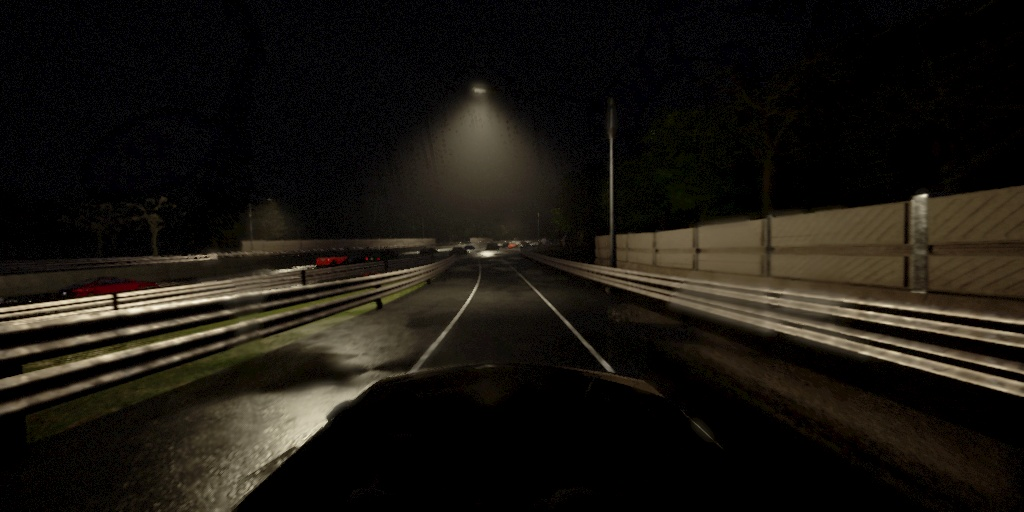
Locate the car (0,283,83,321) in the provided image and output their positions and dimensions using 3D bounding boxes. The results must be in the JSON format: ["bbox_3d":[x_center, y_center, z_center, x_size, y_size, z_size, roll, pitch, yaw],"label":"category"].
[{"bbox_3d":[-22.192,2.218,15.121,1.895,1.301,4.718,0,3,13],"label":"car"}]

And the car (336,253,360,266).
[{"bbox_3d":[-18.790,0.566,44.285,1.882,1.535,5.008,0,3,13],"label":"car"}]

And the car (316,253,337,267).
[{"bbox_3d":[-22.206,0.424,45.046,2.097,1.767,4.553,0,3,13],"label":"car"}]

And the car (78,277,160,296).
[{"bbox_3d":[-24.206,1.929,21.726,1.994,1.385,4.181,0,3,13],"label":"car"}]

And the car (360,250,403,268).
[{"bbox_3d":[-15.382,0.315,43.481,2.150,2.045,5.566,0,3,13],"label":"car"}]
